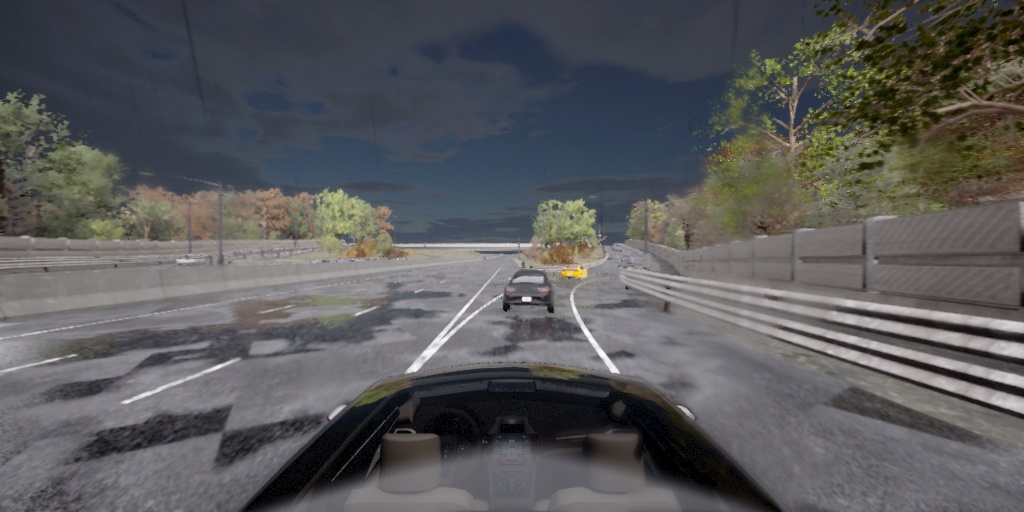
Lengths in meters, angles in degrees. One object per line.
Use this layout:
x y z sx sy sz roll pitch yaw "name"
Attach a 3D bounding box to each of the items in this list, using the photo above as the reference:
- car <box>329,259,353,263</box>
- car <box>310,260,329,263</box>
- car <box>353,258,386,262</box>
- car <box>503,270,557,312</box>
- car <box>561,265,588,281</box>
-24.702 1.225 53.442 1.882 1.535 5.008 0 0 0 "car"
-28.203 1.268 52.460 1.812 1.442 4.674 0 0 0 "car"
-21.199 1.299 53.470 2.033 1.411 5.357 0 0 1 "car"
0.777 1.285 14.328 1.812 1.442 4.674 0 0 7 "car"
6.353 1.648 36.190 1.882 1.535 5.008 0 -1 22 "car"
